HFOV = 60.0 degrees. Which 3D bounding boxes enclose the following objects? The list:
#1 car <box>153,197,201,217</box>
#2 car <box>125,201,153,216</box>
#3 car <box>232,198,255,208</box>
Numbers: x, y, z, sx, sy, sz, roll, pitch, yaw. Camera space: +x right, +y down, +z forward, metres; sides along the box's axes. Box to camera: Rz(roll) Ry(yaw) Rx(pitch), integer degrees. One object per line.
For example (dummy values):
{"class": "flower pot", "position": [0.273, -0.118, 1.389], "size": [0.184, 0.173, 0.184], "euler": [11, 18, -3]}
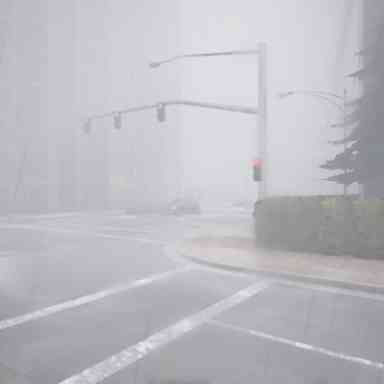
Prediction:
{"class": "car", "position": [-1.082, 1.341, 30.747], "size": [2.097, 1.767, 4.553], "euler": [0, 0, 36]}
{"class": "car", "position": [-4.446, 1.549, 32.072], "size": [1.994, 1.385, 4.181], "euler": [0, 0, 36]}
{"class": "car", "position": [7.567, 1.551, 48.473], "size": [1.994, 1.385, 4.181], "euler": [0, 0, 36]}
